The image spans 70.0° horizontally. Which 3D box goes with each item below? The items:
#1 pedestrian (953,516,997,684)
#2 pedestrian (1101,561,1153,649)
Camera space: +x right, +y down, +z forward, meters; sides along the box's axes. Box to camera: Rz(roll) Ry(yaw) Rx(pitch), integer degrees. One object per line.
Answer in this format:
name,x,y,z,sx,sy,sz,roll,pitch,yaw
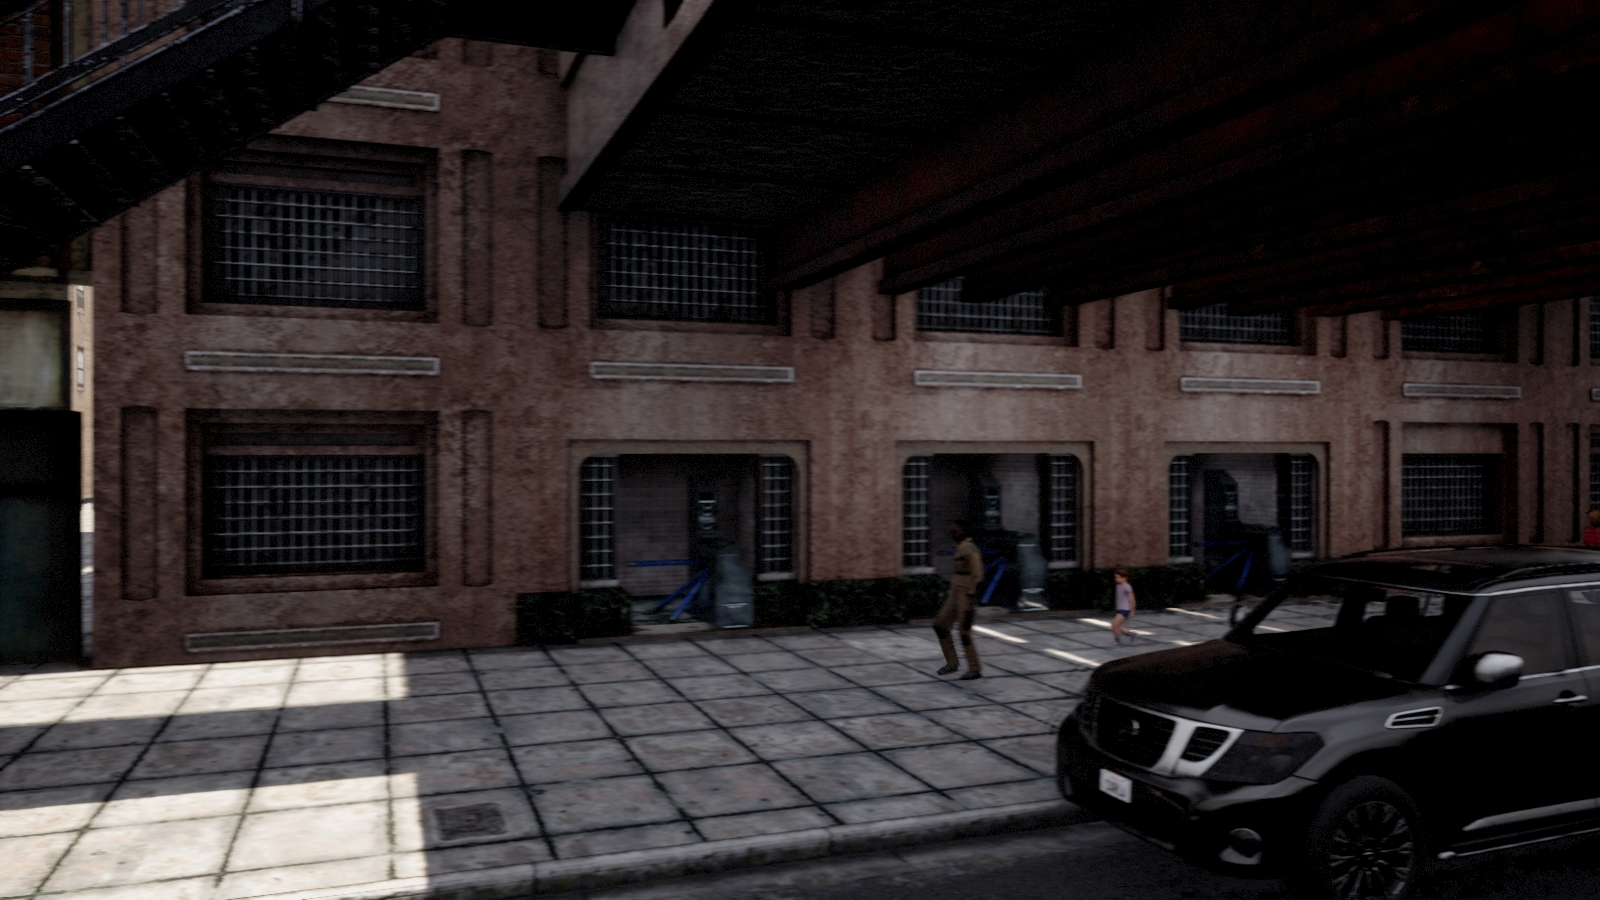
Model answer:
pedestrian,1.999,1.696,13.073,0.375,1.860,0.375,0,0,-18
pedestrian,4.394,2.076,15.381,0.500,1.100,0.500,0,0,-10
